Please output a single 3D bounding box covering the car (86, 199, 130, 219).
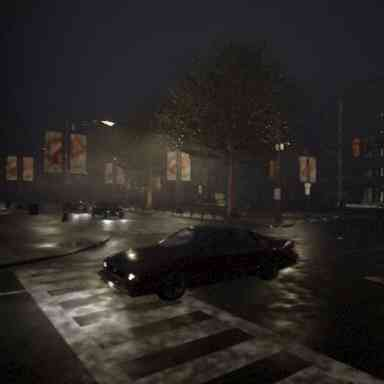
[{"bbox_3d":[-7.901,1.641,30.957,1.837,1.490,4.892,1,0,-36],"label":"car"}]

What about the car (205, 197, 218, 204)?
[{"bbox_3d":[3.739,1.958,73.716,2.161,1.482,4.786,1,0,-36],"label":"car"}]

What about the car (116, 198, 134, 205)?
[{"bbox_3d":[-12.267,1.778,56.892,1.837,1.490,4.892,1,0,-36],"label":"car"}]

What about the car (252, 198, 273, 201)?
[{"bbox_3d":[14.213,1.915,66.230,2.002,1.452,4.674,1,0,-36],"label":"car"}]

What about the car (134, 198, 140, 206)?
[{"bbox_3d":[-11.400,1.793,61.848,1.882,1.535,5.008,1,-1,-36],"label":"car"}]

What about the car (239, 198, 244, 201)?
[{"bbox_3d":[13.392,2.146,80.161,1.895,1.301,4.718,1,0,-36],"label":"car"}]

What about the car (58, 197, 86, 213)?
[{"bbox_3d":[-13.884,1.627,39.322,2.128,1.511,4.902,1,0,-36],"label":"car"}]

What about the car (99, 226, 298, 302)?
[{"bbox_3d":[0.457,1.610,8.611,5.357,1.411,2.033,1,0,-35],"label":"car"}]

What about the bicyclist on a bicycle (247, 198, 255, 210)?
[{"bbox_3d":[8.425,1.711,47.612,1.656,1.620,0.582,0,0,-36],"label":"bicyclist on a bicycle"}]
